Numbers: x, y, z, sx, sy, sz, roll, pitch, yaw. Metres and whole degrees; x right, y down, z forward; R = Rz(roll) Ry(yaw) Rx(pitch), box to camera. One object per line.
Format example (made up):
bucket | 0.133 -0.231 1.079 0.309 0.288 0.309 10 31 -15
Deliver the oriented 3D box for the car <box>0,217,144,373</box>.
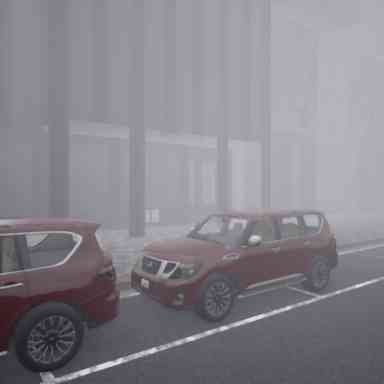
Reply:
car | -3.382 1.315 4.118 5.009 1.841 2.192 0 0 -35

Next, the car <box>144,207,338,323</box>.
car | 1.210 1.311 7.393 5.009 1.841 2.192 0 0 -35
